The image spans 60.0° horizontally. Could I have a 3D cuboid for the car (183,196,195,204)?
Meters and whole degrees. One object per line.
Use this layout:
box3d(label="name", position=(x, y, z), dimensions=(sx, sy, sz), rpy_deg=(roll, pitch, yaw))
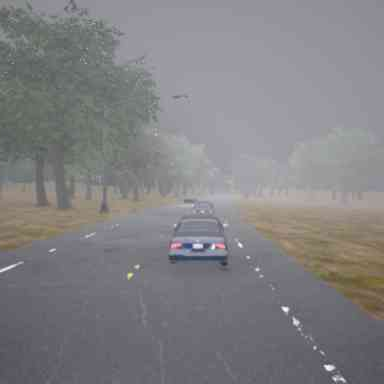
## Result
box3d(label="car", position=(-0.271, 1.325, 54.239), dimensions=(1.895, 1.301, 4.718), rpy_deg=(1, 0, 7))

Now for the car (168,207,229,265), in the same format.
box3d(label="car", position=(0.263, 1.495, 11.625), dimensions=(2.033, 1.411, 5.357), rpy_deg=(0, 1, 2))

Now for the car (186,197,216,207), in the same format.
box3d(label="car", position=(0.925, 1.434, 26.584), dimensions=(2.033, 1.411, 5.357), rpy_deg=(0, 1, 4))
